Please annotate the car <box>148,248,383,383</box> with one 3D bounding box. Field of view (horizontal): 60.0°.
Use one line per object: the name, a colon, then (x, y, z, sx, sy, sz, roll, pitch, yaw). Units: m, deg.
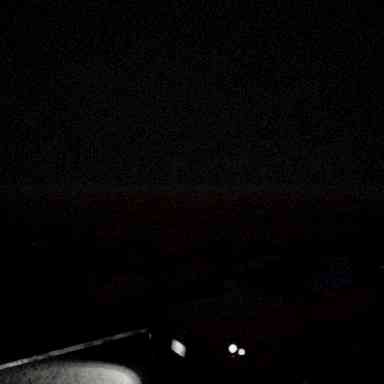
car: (1.473, 1.587, 4.910, 4.181, 1.385, 1.994, 0, 0, -35)
